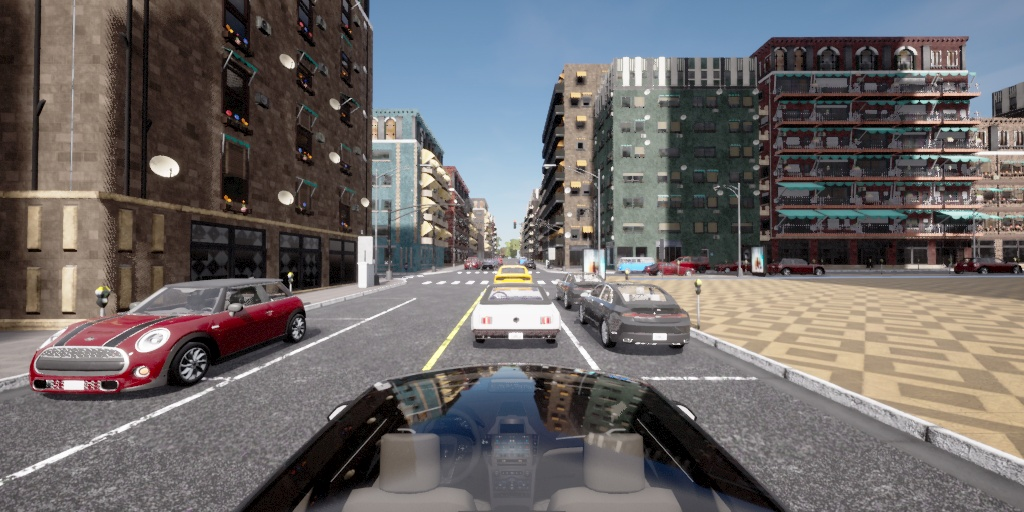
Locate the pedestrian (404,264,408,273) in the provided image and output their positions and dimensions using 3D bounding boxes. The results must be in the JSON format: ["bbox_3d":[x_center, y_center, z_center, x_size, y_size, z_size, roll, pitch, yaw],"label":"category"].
[{"bbox_3d":[-12.618,1.097,42.705,0.375,1.860,0.375,0,0,0],"label":"pedestrian"}]

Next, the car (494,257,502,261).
[{"bbox_3d":[-3.211,1.319,60.157,2.033,1.411,5.357,0,0,0],"label":"car"}]

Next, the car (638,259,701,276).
[{"bbox_3d":[13.644,1.163,31.231,4.207,1.307,1.802,0,0,0],"label":"car"}]

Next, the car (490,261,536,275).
[{"bbox_3d":[0.055,1.233,19.047,1.882,1.535,5.008,0,0,0],"label":"car"}]

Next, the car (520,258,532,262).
[{"bbox_3d":[2.580,1.334,52.773,1.948,1.339,4.313,0,0,0],"label":"car"}]

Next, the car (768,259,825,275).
[{"bbox_3d":[24.699,0.936,31.176,4.097,1.591,1.967,0,0,0],"label":"car"}]

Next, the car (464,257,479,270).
[{"bbox_3d":[-5.801,1.083,52.794,2.192,1.841,5.009,0,0,0],"label":"car"}]

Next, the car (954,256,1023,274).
[{"bbox_3d":[41.281,0.811,31.093,4.097,1.591,1.967,0,0,0],"label":"car"}]

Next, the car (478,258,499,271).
[{"bbox_3d":[-3.222,1.368,50.464,1.895,1.301,4.718,0,0,1],"label":"car"}]

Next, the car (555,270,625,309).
[{"bbox_3d":[2.793,1.304,14.580,2.007,1.370,4.403,0,0,0],"label":"car"}]

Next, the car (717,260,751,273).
[{"bbox_3d":[24.743,1.165,39.556,4.507,1.381,1.888,0,0,0],"label":"car"}]

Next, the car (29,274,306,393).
[{"bbox_3d":[-5.830,1.191,6.756,1.967,1.591,4.097,0,0,0],"label":"car"}]

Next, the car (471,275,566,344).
[{"bbox_3d":[0.082,1.353,9.593,1.895,1.301,4.718,0,0,0],"label":"car"}]

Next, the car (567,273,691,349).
[{"bbox_3d":[2.805,1.303,9.011,2.007,1.370,4.403,0,0,0],"label":"car"}]

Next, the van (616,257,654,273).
[{"bbox_3d":[13.688,1.046,39.611,3.998,1.789,1.690,0,0,0],"label":"van"}]

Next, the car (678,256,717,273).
[{"bbox_3d":[19.215,0.977,39.583,5.009,1.841,2.192,0,0,0],"label":"car"}]
